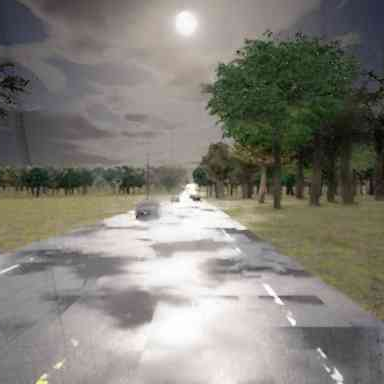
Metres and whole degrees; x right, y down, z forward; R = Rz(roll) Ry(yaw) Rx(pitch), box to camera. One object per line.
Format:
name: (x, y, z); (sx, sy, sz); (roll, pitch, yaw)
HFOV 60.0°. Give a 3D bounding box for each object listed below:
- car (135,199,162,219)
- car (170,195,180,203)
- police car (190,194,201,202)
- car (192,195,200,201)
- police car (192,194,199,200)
car: (-3.590, 1.410, 27.990); (1.837, 1.490, 4.892); (0, 0, 0)
car: (-3.483, 1.459, 69.233); (2.128, 1.511, 4.902); (0, 0, 0)
police car: (1.069, 1.420, 78.306); (1.930, 1.638, 5.238); (0, 0, 0)
car: (1.071, 1.521, 88.197); (1.882, 1.535, 5.008); (0, 0, 0)
police car: (1.073, 1.506, 94.309); (1.930, 1.638, 5.238); (0, 0, 0)
